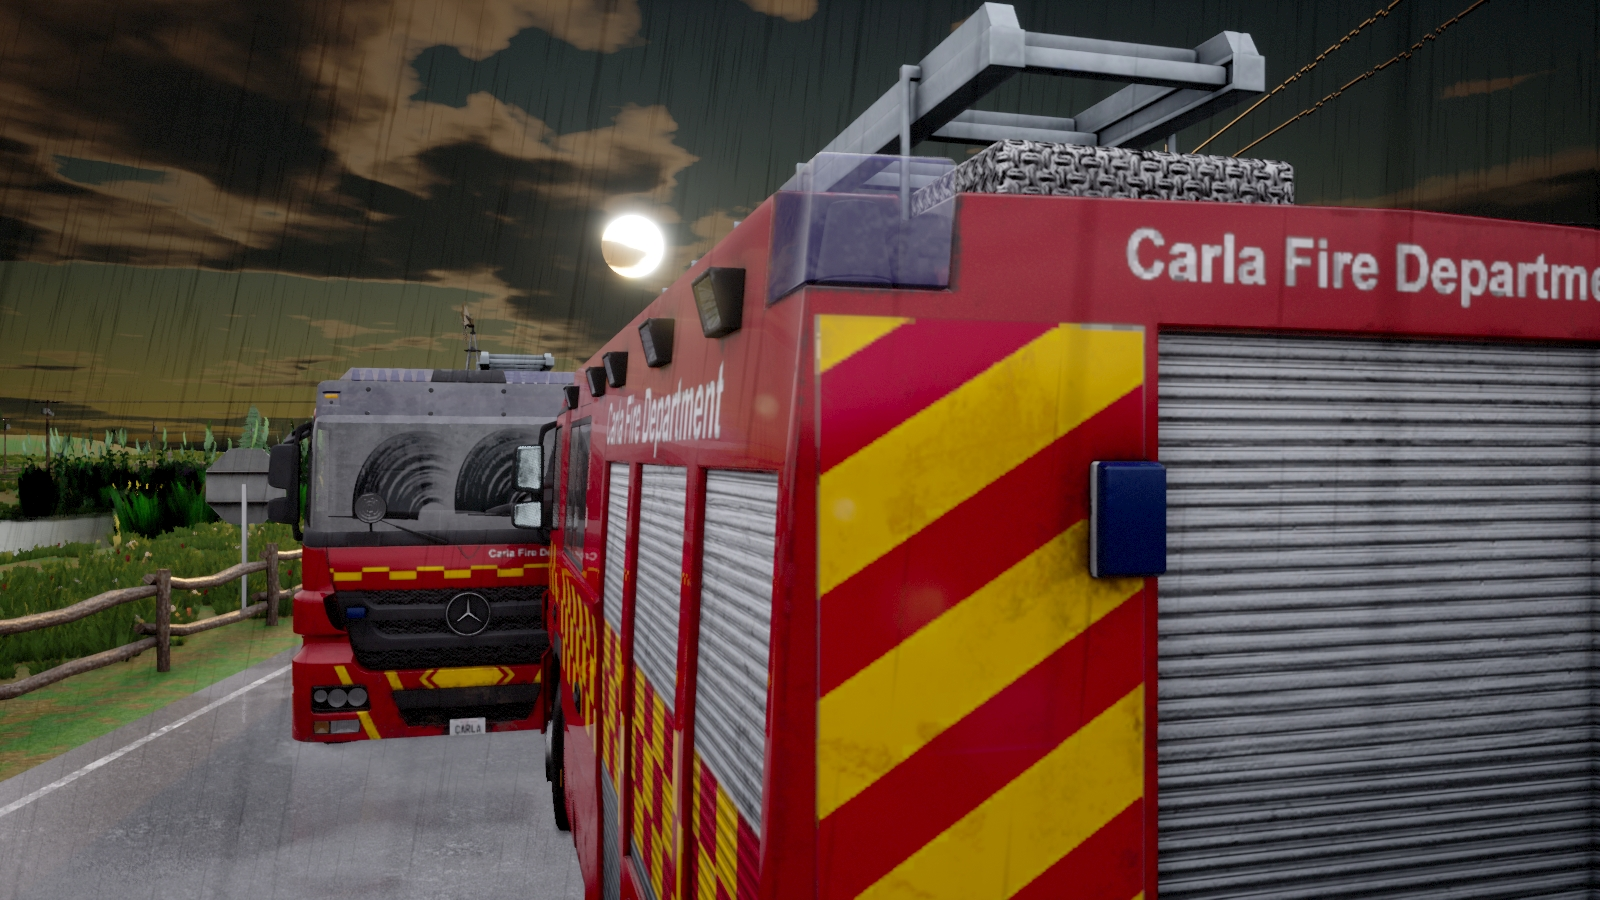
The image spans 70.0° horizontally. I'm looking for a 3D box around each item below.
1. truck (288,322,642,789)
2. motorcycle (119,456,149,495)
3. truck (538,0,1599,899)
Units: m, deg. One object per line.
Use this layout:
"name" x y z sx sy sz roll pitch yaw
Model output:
"truck" -3.924 0.862 13.828 2.891 3.827 8.468 0 0 -15
"motorcycle" -41.412 1.577 71.097 0.803 2.348 2.033 0 0 -4
"truck" 0.097 0.867 6.873 2.891 3.827 8.468 0 0 -15
